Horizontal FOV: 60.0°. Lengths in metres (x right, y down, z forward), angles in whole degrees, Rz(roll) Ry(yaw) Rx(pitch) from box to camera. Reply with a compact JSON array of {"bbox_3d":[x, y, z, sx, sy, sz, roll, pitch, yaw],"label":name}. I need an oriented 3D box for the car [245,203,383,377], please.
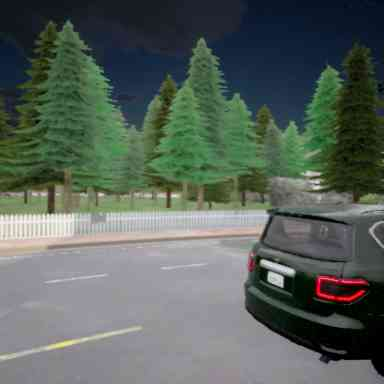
[{"bbox_3d":[3.515,1.205,5.348,5.566,2.045,2.150,0,1,-24],"label":"car"}]
